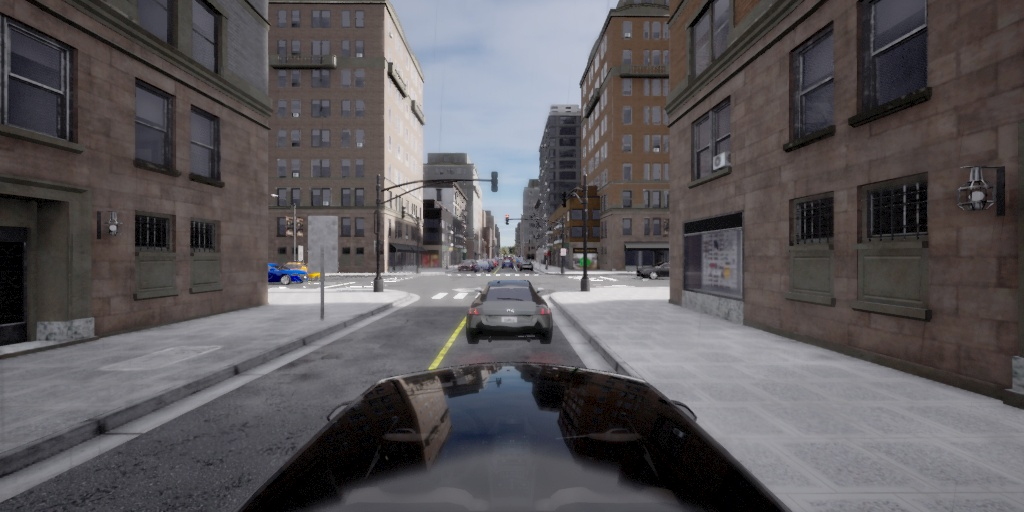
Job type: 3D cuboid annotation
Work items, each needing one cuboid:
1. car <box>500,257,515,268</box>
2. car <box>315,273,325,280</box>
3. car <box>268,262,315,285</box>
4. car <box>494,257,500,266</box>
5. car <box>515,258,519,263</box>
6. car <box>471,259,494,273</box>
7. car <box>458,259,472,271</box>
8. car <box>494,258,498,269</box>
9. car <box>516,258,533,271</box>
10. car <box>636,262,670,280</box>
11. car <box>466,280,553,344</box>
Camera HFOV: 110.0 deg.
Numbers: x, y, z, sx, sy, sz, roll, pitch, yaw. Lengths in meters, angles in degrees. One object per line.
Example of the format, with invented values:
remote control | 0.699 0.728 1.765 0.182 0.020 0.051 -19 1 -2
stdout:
car | -0.738 1.337 60.897 1.812 1.442 4.674 0 0 0
car | -18.224 1.297 29.613 5.008 1.535 1.882 0 0 -1
car | -17.575 1.288 26.167 5.008 1.535 1.882 0 0 1
car | -3.653 1.296 64.265 1.882 1.535 5.008 0 0 0
car | 1.830 1.391 59.671 1.802 1.307 4.207 0 0 0
car | -3.560 1.309 44.633 1.812 1.442 4.674 0 0 1
car | -6.108 1.230 48.587 1.967 1.591 4.097 0 0 0
car | -3.608 1.347 54.313 2.033 1.411 5.357 0 0 0
car | 1.916 1.356 48.649 1.948 1.339 4.313 0 0 0
car | 12.947 1.200 30.017 4.892 1.490 1.837 0 0 -1
car | -0.067 1.314 9.578 1.994 1.385 4.181 0 0 0
